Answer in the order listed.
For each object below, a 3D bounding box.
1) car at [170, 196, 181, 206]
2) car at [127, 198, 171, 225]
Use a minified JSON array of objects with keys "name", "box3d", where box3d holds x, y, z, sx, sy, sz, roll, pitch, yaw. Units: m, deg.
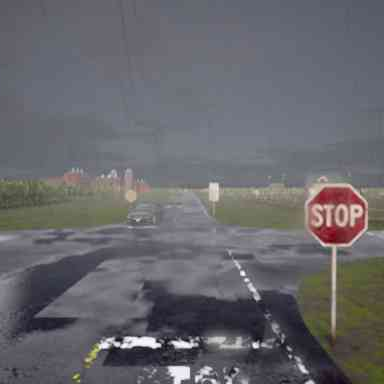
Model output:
[{"name":"car","box3d":[-2.681,1.365,52.591,1.837,1.490,4.892,0,1,0]},{"name":"car","box3d":[-3.122,1.514,23.860,1.837,1.490,4.892,1,2,9]}]
